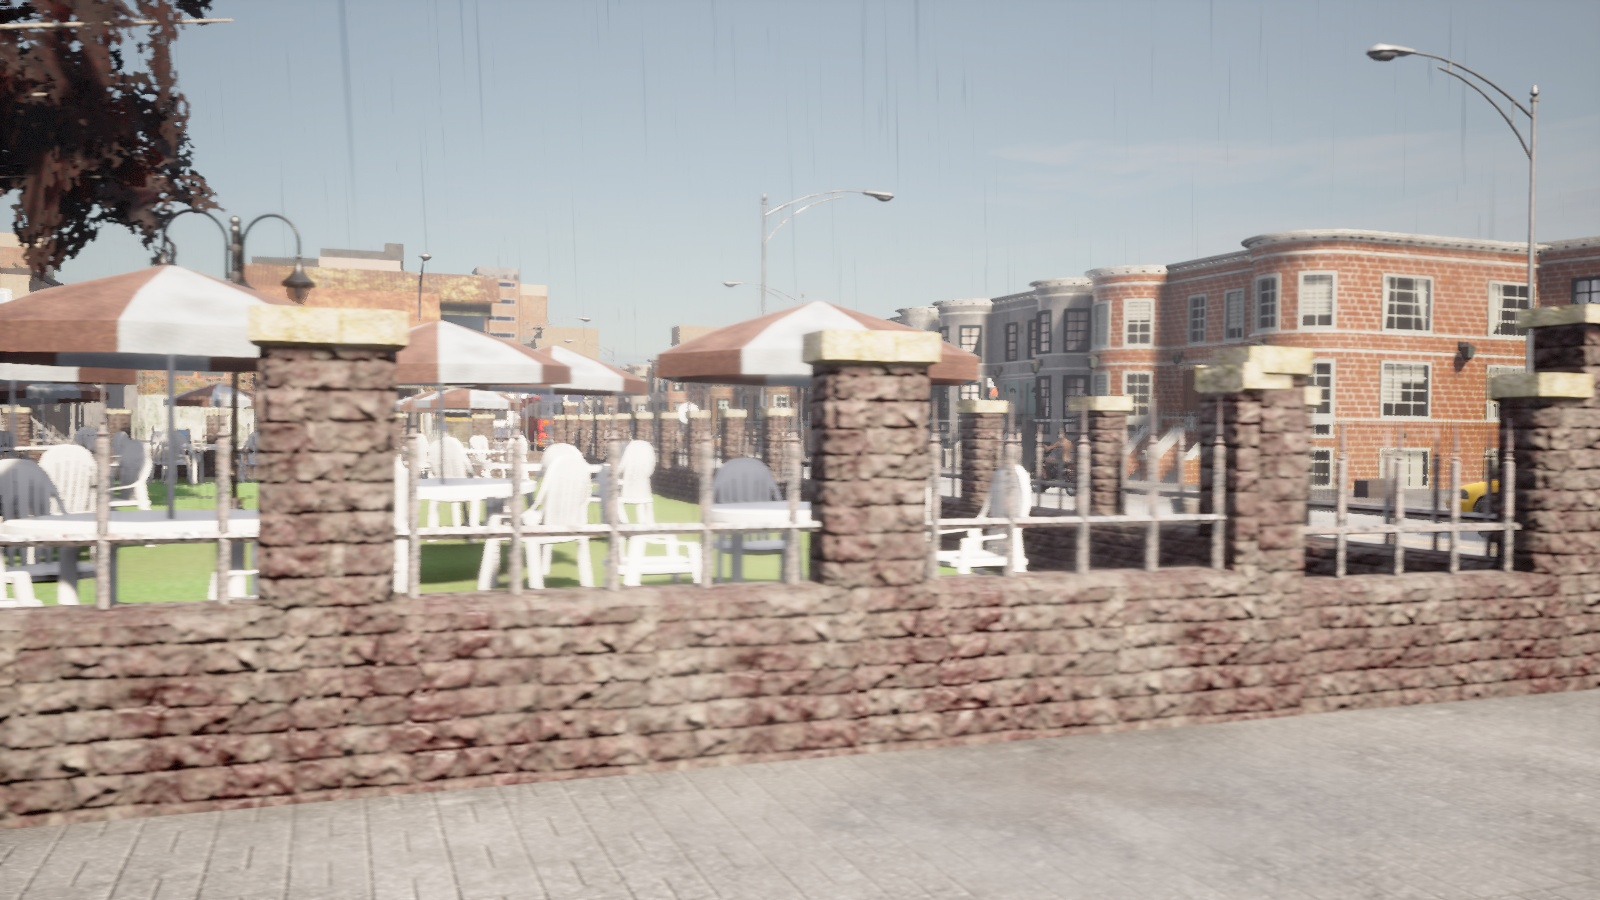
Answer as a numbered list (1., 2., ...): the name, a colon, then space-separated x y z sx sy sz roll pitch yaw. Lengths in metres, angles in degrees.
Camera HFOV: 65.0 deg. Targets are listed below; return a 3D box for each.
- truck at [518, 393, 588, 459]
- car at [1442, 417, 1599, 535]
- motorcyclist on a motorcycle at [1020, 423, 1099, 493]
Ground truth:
1. truck: -15.336 -1.460 77.520 2.891 3.827 8.468 -1 1 -20
2. car: 11.569 0.339 16.945 1.801 1.575 5.366 -1 1 -21
3. motorcyclist on a motorcycle: 6.341 0.179 30.852 0.766 1.649 2.350 -1 1 -20
